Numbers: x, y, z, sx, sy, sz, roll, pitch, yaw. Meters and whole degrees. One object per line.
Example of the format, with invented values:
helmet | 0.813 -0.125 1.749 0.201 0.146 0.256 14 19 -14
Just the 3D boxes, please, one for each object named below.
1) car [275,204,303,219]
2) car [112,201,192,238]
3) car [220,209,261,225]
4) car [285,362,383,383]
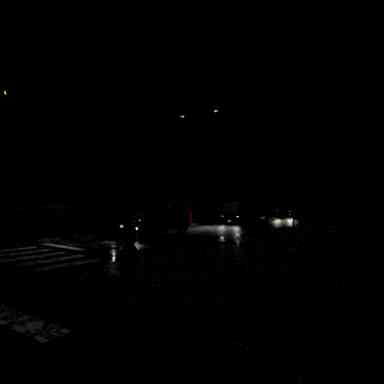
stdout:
car | 11.578 2.190 39.620 2.097 1.767 4.553 0 -1 36
car | -2.213 1.564 20.279 2.150 2.045 5.566 0 -1 35
car | 4.394 2.178 29.560 1.895 1.301 4.718 0 -1 35
car | 2.352 1.551 1.274 4.403 1.369 2.008 0 0 36
